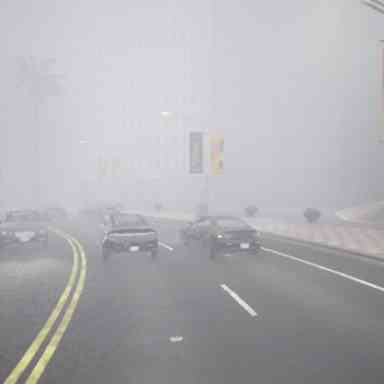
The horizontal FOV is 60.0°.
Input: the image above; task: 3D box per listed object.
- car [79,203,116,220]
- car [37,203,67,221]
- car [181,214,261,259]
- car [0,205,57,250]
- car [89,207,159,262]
[{"bbox_3d":[-7.943,1.635,28.113,2.128,1.511,4.902,0,0,-41],"label":"car"},{"bbox_3d":[-12.016,1.655,27.420,2.128,1.511,4.902,0,0,-44],"label":"car"},{"bbox_3d":[0.969,1.567,12.853,1.812,1.442,4.674,0,0,-18],"label":"car"},{"bbox_3d":[-7.623,1.587,15.114,2.128,1.511,4.902,0,0,-28],"label":"car"},{"bbox_3d":[-2.585,1.550,12.560,2.128,1.511,4.902,0,0,-19],"label":"car"}]
